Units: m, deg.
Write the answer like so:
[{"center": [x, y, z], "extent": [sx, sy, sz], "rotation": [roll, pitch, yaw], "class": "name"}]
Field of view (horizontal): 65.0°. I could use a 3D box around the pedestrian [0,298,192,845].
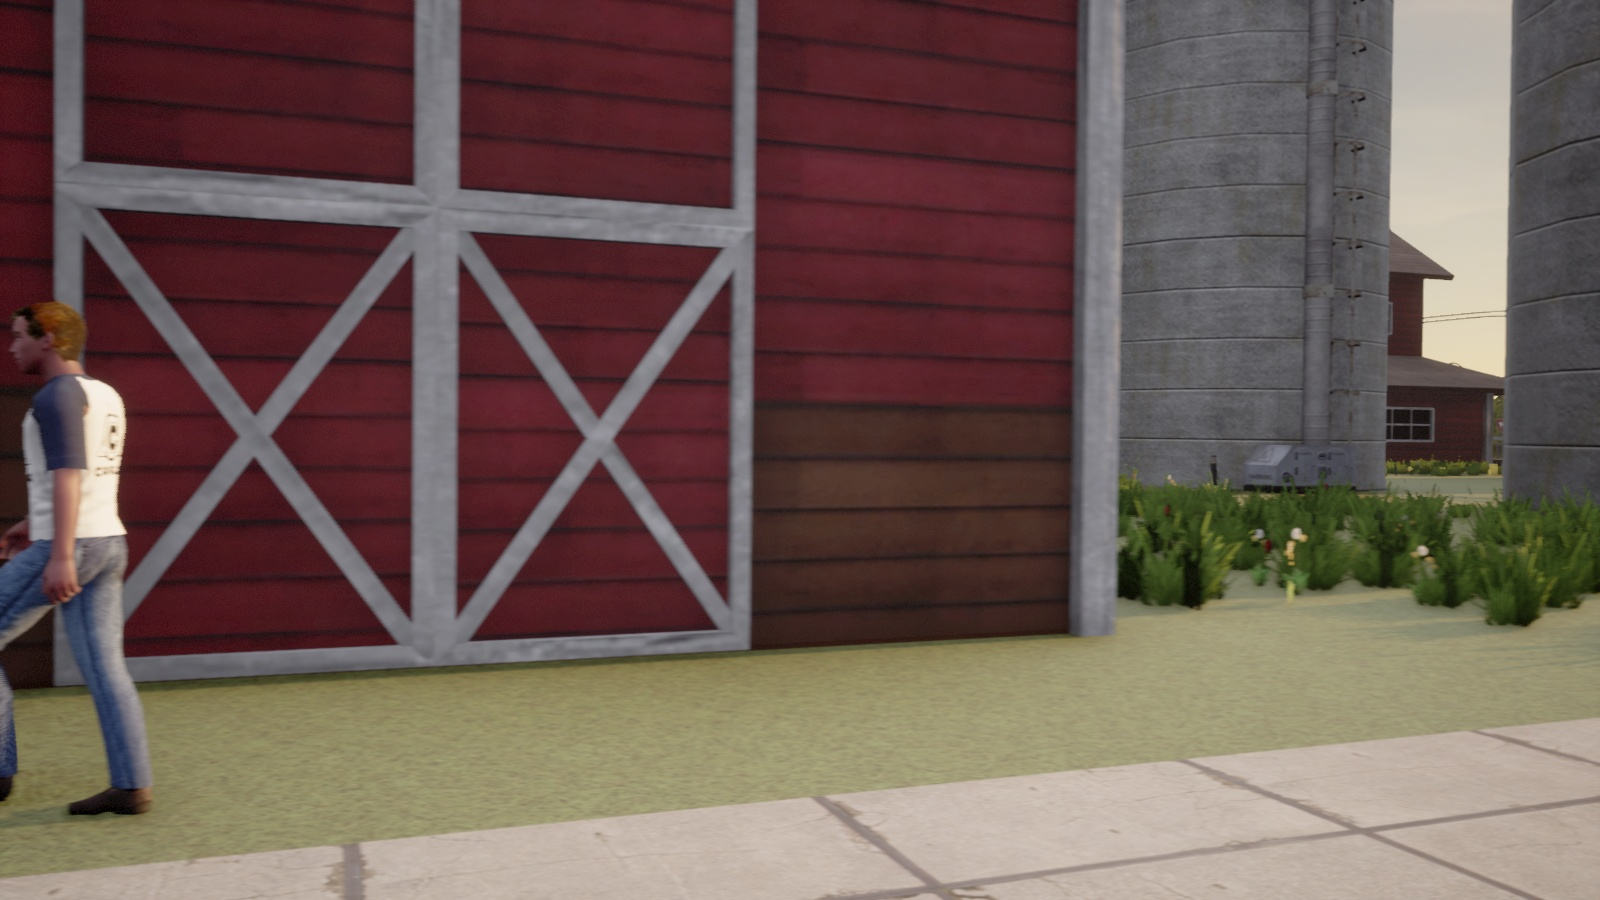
[{"center": [-2.580, 0.406, 4.400], "extent": [0.706, 1.836, 0.354], "rotation": [-1, 1, -8], "class": "pedestrian"}]
